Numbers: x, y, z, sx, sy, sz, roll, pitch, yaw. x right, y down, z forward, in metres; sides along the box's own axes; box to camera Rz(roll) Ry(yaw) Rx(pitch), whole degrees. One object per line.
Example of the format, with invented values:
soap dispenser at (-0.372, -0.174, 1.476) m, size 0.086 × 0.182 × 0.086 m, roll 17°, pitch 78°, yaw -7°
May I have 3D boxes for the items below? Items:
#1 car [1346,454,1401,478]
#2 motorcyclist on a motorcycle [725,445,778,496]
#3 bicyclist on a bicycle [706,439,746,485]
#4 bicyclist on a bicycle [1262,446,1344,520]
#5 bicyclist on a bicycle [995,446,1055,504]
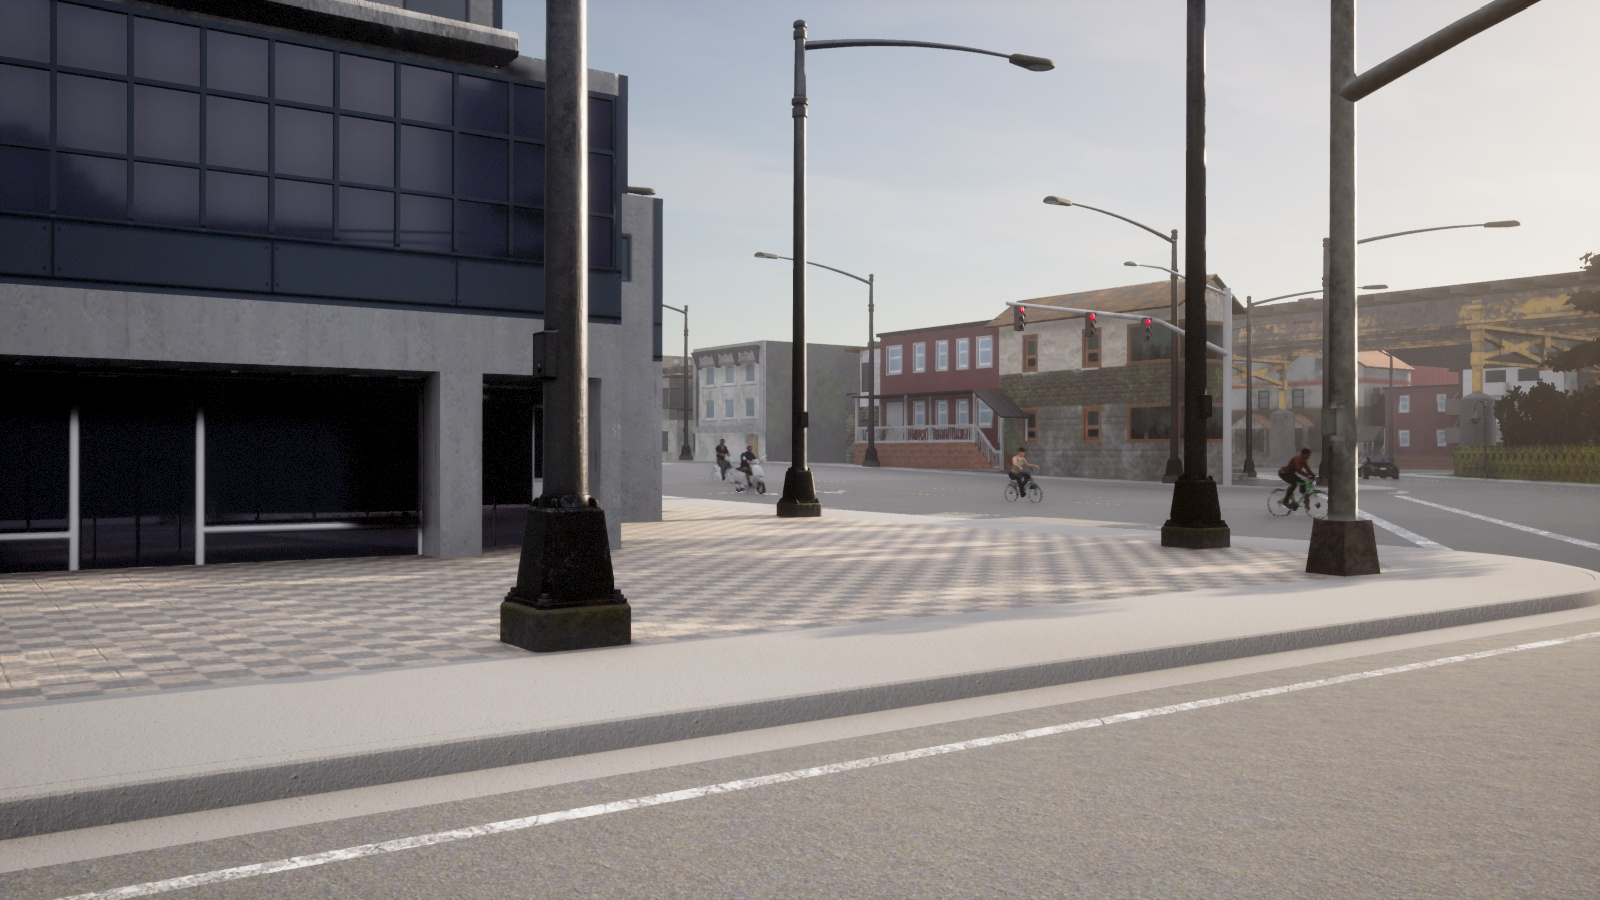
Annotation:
car at (34.470, 0.920, 75.532) m, size 1.994 × 1.385 × 4.181 m, roll 0°, pitch 0°, yaw 10°
motorcyclist on a motorcycle at (-1.597, 0.647, 41.146) m, size 0.866 × 1.590 × 1.817 m, roll -1°, pitch 1°, yaw -35°
bicyclist on a bicycle at (-2.906, 0.450, 49.067) m, size 0.659 × 1.776 × 1.843 m, roll 0°, pitch 1°, yaw -35°
bicyclist on a bicycle at (11.487, 0.734, 28.721) m, size 0.582 × 1.620 × 1.656 m, roll 0°, pitch 0°, yaw -36°
bicyclist on a bicycle at (6.427, 0.695, 35.853) m, size 0.866 × 1.612 × 1.509 m, roll 0°, pitch 0°, yaw -35°
